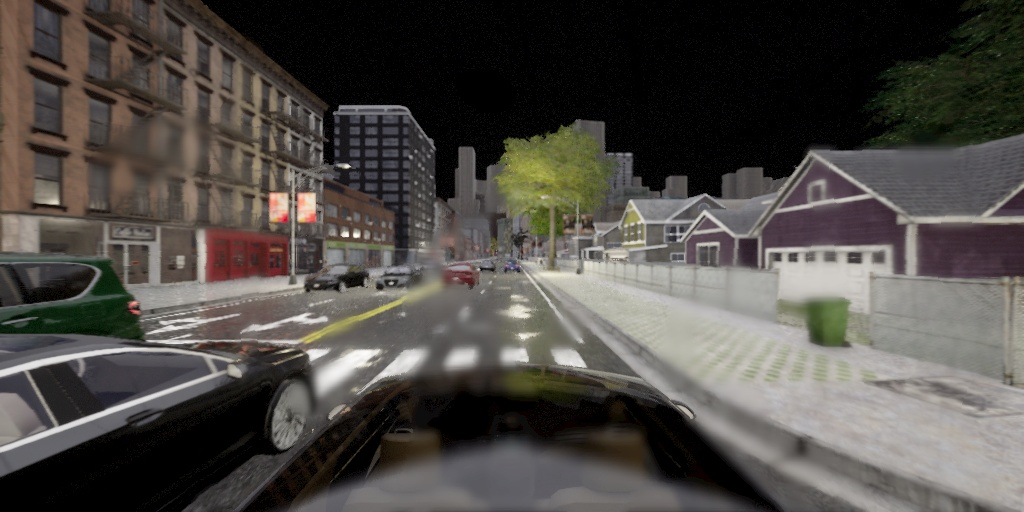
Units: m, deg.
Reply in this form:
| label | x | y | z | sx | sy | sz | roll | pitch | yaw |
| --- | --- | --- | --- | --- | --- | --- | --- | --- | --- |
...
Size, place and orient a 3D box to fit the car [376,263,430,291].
| label | x | y | z | sx | sy | sz | roll | pitch | yaw |
| --- | --- | --- | --- | --- | --- | --- | --- | --- | --- |
| car | -6.593 | 1.300 | 21.557 | 1.994 | 1.385 | 4.181 | 0 | 0 | 0 |

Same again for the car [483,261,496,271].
| label | x | y | z | sx | sy | sz | roll | pitch | yaw |
| --- | --- | --- | --- | --- | --- | --- | --- | --- | --- |
| car | -3.209 | 1.300 | 47.511 | 1.994 | 1.385 | 4.181 | 0 | 0 | 0 |

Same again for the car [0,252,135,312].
| label | x | y | z | sx | sy | sz | roll | pitch | yaw |
| --- | --- | --- | --- | --- | --- | --- | --- | --- | --- |
| car | -6.599 | 0.970 | 3.035 | 2.150 | 2.045 | 5.566 | 0 | 0 | 0 |

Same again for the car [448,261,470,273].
| label | x | y | z | sx | sy | sz | roll | pitch | yaw |
| --- | --- | --- | --- | --- | --- | --- | --- | --- | --- |
| car | -6.532 | 1.299 | 44.512 | 1.994 | 1.385 | 4.181 | 0 | 0 | 1 |

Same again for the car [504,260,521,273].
| label | x | y | z | sx | sy | sz | roll | pitch | yaw |
| --- | --- | --- | --- | --- | --- | --- | --- | --- | --- |
| car | 0.005 | 1.260 | 43.937 | 1.812 | 1.442 | 4.674 | 0 | 0 | 0 |

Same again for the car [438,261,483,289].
| label | x | y | z | sx | sy | sz | roll | pitch | yaw |
| --- | --- | --- | --- | --- | --- | --- | --- | --- | --- |
| car | -3.147 | 1.213 | 22.928 | 1.882 | 1.535 | 5.008 | 0 | 0 | 0 |

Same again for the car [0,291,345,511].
| label | x | y | z | sx | sy | sz | roll | pitch | yaw |
| --- | --- | --- | --- | --- | --- | --- | --- | --- | --- |
| car | -3.150 | 1.241 | 2.189 | 2.128 | 1.511 | 4.902 | 0 | 0 | 0 |

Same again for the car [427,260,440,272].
| label | x | y | z | sx | sy | sz | roll | pitch | yaw |
| --- | --- | --- | --- | --- | --- | --- | --- | --- | --- |
| car | -9.783 | 1.226 | 44.500 | 2.128 | 1.511 | 4.902 | 0 | 0 | 0 |

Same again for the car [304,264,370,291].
| label | x | y | z | sx | sy | sz | roll | pitch | yaw |
| --- | --- | --- | --- | --- | --- | --- | --- | --- | --- |
| car | -9.845 | 1.213 | 20.550 | 1.882 | 1.535 | 5.008 | 0 | 0 | 0 |
